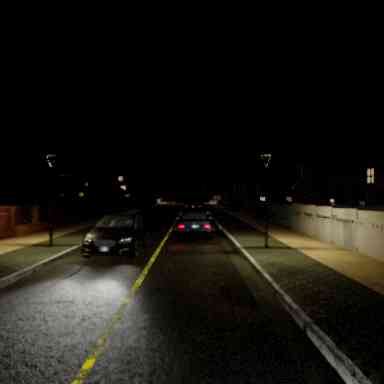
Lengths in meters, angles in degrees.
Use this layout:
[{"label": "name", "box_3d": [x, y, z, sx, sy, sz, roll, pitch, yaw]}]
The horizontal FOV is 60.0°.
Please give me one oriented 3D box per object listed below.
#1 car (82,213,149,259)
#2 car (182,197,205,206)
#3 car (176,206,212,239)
[{"label": "car", "box_3d": [-2.841, 1.609, 13.236, 2.128, 1.511, 4.902, 0, -1, 0]}, {"label": "car", "box_3d": [0.118, 1.532, 34.413, 2.150, 2.045, 5.566, 0, -1, 0]}, {"label": "car", "box_3d": [0.111, 1.710, 18.251, 2.033, 1.411, 5.357, 0, -1, 0]}]
